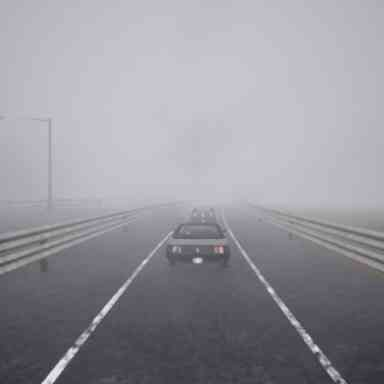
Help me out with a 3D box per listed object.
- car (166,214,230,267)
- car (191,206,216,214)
[{"bbox_3d":[0.261,1.692,11.734,1.895,1.301,4.718,0,0,2],"label":"car"},{"bbox_3d":[0.976,1.807,26.654,1.895,1.301,4.718,0,0,4],"label":"car"}]
